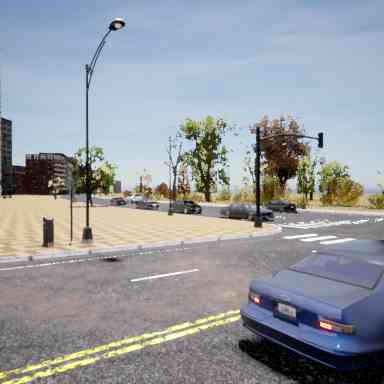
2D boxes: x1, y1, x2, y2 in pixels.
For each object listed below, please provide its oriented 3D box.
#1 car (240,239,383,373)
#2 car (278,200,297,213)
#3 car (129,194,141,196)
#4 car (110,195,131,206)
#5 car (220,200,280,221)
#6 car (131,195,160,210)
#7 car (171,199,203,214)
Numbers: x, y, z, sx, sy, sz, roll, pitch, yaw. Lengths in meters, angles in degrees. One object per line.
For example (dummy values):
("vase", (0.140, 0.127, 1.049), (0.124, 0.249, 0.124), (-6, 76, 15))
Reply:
("car", (3.283, 1.547, 5.640), (5.357, 1.411, 2.033), (0, 0, -34))
("car", (9.928, 1.597, 38.150), (1.994, 1.385, 4.181), (0, 0, -32))
("car", (-11.982, 1.335, 68.837), (2.150, 2.045, 5.566), (0, 0, -29))
("car", (-12.514, 1.633, 56.308), (1.837, 1.490, 4.892), (0, -1, -30))
("car", (4.483, 1.604, 28.025), (2.033, 1.411, 5.357), (0, 0, -31))
("car", (-6.073, 1.593, 45.268), (2.128, 1.511, 4.902), (0, 0, -31))
("car", (-0.695, 1.585, 36.435), (1.837, 1.490, 4.892), (0, 0, -32))
